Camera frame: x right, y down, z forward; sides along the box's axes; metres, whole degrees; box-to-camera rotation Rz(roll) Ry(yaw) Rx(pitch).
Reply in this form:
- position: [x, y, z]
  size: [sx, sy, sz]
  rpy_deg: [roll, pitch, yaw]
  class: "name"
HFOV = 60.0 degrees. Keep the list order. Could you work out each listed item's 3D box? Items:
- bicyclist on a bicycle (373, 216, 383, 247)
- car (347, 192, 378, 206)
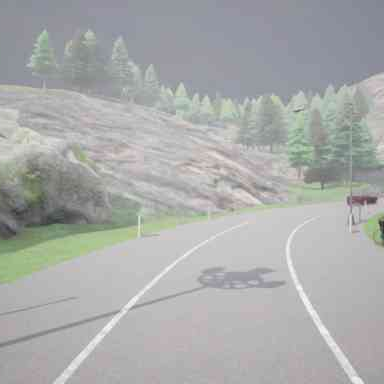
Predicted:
- position: [7.949, 1.366, 13.114]
  size: [0.582, 1.620, 1.656]
  rpy_deg: [-3, -1, -34]
  class: "bicyclist on a bicycle"
- position: [20.551, 0.768, 40.013]
  size: [5.008, 1.535, 1.882]
  rpy_deg: [-2, 1, -38]
  class: "car"
